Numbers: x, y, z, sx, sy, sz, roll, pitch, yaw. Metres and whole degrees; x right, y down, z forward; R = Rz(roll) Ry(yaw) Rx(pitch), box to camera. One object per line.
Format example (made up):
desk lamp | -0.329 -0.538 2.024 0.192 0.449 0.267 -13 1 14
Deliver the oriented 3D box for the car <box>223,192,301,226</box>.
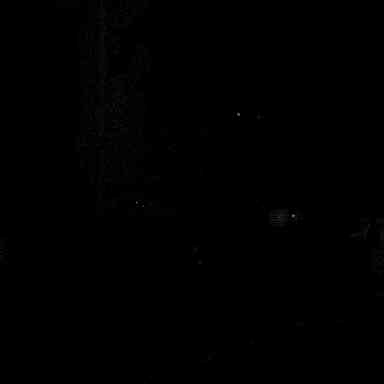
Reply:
car | 4.424 1.019 21.906 2.150 2.045 5.566 0 1 -35

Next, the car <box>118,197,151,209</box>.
car | -6.477 1.186 37.201 1.895 1.301 4.718 0 0 -35
